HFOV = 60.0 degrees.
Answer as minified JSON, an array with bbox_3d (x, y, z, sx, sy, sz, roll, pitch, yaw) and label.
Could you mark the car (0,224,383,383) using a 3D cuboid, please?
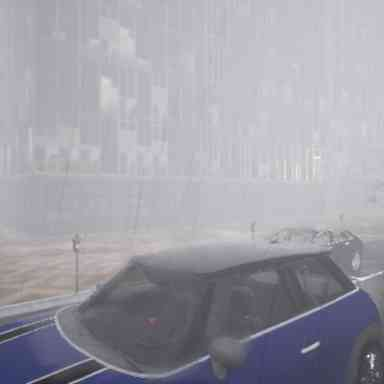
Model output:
[{"bbox_3d":[-0.038,1.385,3.247,4.553,1.767,2.097,0,-1,-39],"label":"car"}]
